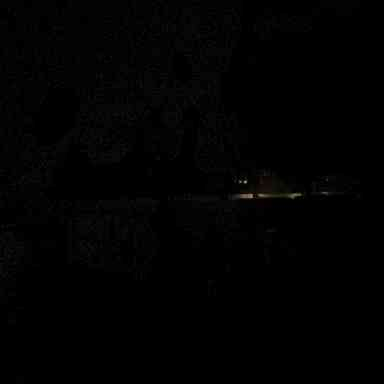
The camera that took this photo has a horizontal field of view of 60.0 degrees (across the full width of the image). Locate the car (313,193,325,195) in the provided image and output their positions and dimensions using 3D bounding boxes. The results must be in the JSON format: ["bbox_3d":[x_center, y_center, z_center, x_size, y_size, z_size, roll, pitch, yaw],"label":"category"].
[{"bbox_3d":[20.600,0.955,53.519,2.097,1.767,4.553,0,1,36],"label":"car"}]
